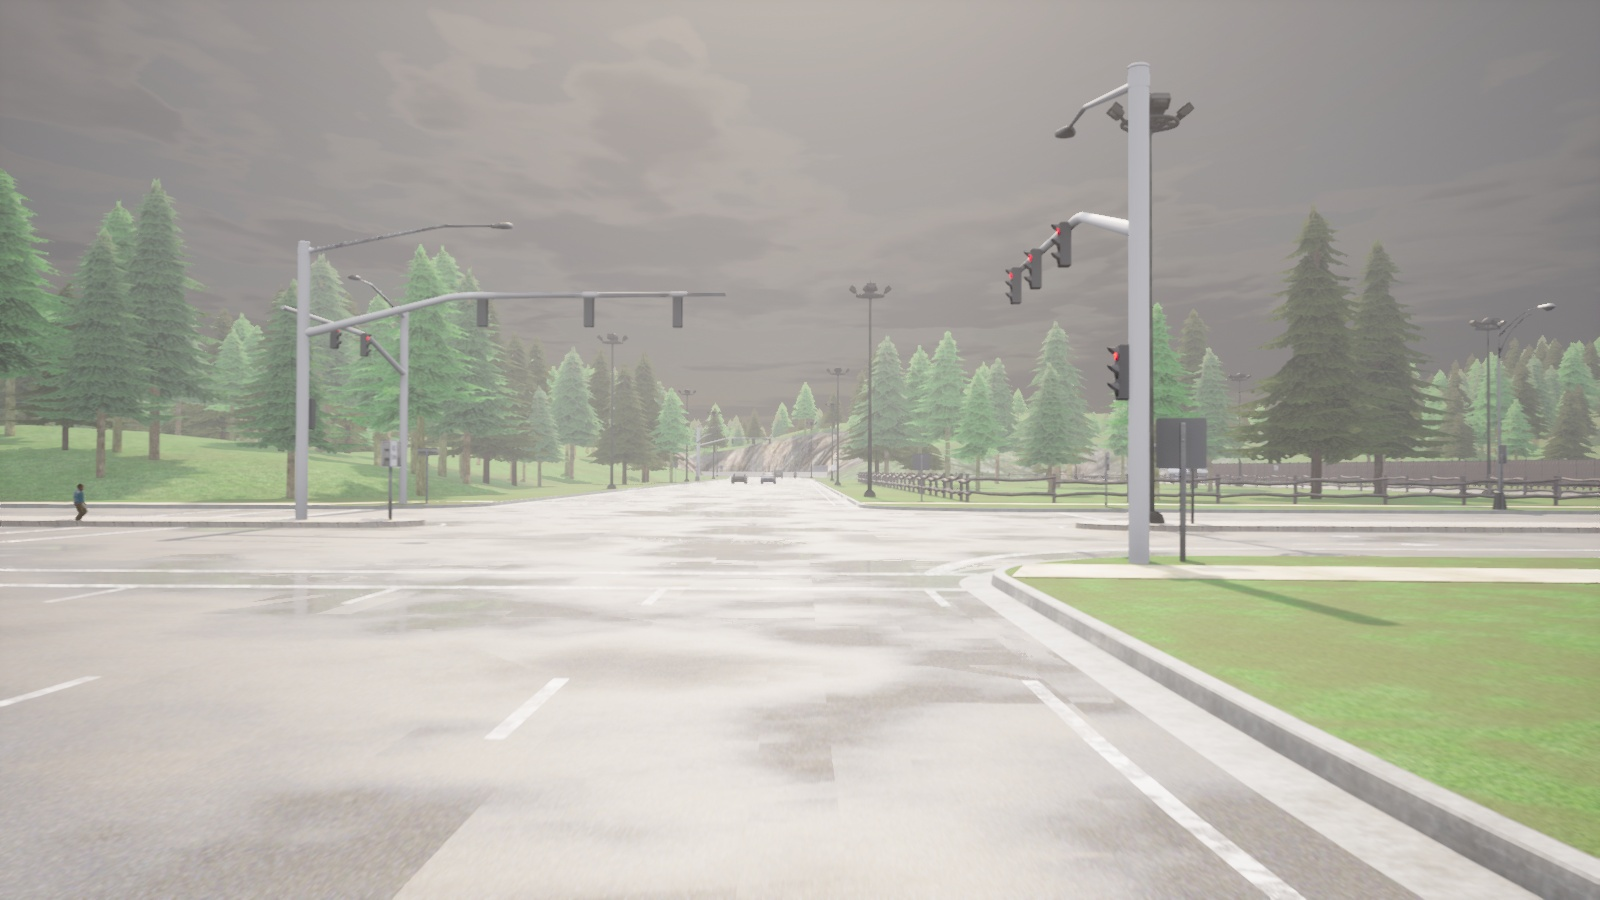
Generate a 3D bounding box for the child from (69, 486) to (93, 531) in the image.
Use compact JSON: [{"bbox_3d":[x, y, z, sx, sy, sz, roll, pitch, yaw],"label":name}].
[{"bbox_3d":[-19.460,1.581,33.995,0.448,1.192,0.343,0,-1,1],"label":"child"}]
